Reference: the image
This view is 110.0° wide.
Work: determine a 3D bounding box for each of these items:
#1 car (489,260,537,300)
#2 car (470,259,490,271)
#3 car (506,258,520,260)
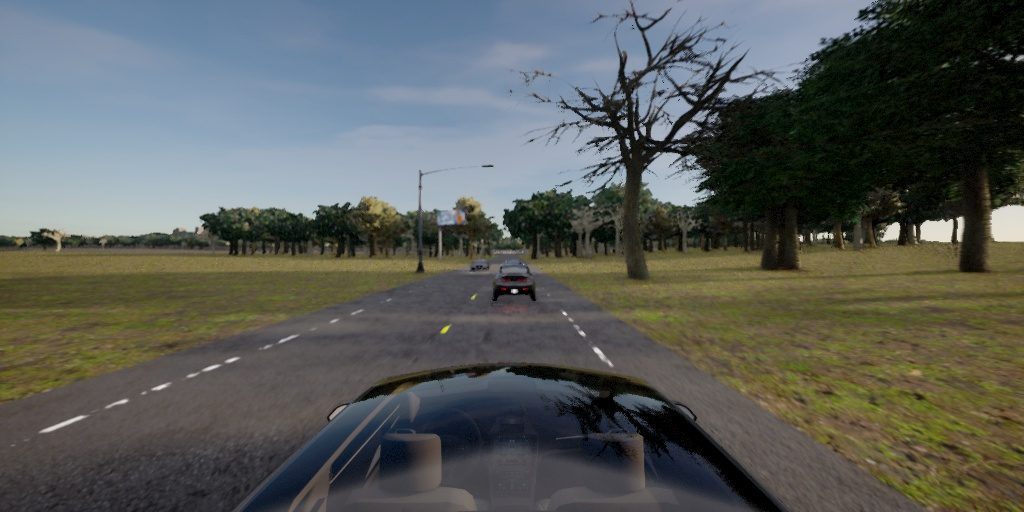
[{"bbox_3d":[0.098,1.122,16.700,1.837,1.490,4.892,0,1,0],"label":"car"},{"bbox_3d":[-3.505,0.988,40.373,1.994,1.385,4.181,0,0,0],"label":"car"},{"bbox_3d":[0.095,0.958,34.430,2.128,1.511,4.902,0,0,0],"label":"car"}]
